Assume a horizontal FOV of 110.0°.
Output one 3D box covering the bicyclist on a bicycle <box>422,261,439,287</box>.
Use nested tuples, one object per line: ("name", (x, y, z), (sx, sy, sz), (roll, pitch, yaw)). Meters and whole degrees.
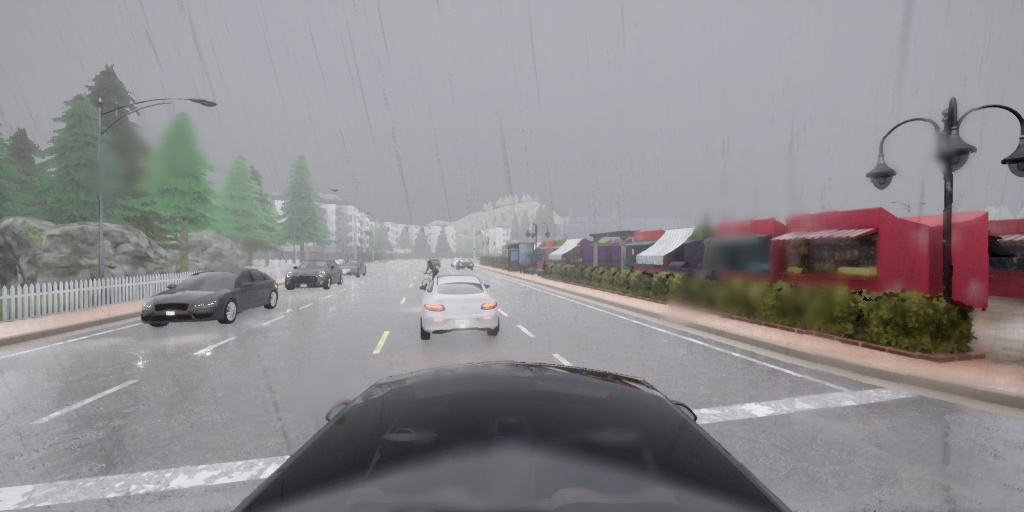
("bicyclist on a bicycle", (-4.401, 1.078, 19.642), (0.582, 1.620, 1.656), (0, 1, 25))

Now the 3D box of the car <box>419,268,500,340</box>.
("car", (-1.521, 1.225, 9.807), (1.812, 1.442, 4.674), (0, 0, -13))

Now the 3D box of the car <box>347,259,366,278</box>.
("car", (-13.734, 1.034, 30.684), (2.128, 1.511, 4.902), (0, 0, -13))

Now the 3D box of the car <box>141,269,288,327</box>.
("car", (-9.241, 1.190, 11.483), (1.837, 1.490, 4.892), (0, 0, -13))

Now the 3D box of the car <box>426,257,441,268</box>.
("car", (-11.096, 0.898, 50.810), (1.837, 1.490, 4.892), (0, 0, -13))

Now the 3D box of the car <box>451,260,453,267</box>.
("car", (-7.890, 0.906, 52.647), (1.812, 1.442, 4.674), (0, 0, -13))

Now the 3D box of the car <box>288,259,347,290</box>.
("car", (-11.490, 0.966, 21.073), (2.097, 1.767, 4.553), (0, 0, -13))

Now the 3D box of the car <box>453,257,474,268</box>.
("car", (-5.830, 1.048, 43.775), (1.895, 1.301, 4.718), (0, 0, -13))
